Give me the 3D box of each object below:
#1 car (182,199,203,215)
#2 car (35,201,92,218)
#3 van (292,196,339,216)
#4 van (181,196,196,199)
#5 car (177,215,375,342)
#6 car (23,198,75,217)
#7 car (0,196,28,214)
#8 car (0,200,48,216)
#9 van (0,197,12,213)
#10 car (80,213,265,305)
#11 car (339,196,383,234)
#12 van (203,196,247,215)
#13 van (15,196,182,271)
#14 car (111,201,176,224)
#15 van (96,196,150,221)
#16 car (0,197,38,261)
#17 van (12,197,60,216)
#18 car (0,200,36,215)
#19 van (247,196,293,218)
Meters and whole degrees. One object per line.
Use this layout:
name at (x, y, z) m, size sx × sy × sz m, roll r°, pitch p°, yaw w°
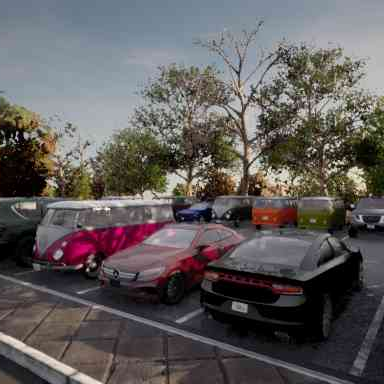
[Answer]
car at (0.851, 1.468, 23.720) m, size 2.097 × 1.535 × 5.008 m, roll -1°, pitch -1°, yaw 36°
car at (-12.768, 1.683, 33.462) m, size 2.097 × 1.535 × 5.008 m, roll -1°, pitch -1°, yaw 36°
van at (7.555, 1.242, 19.055) m, size 1.878 × 1.987 × 4.442 m, roll 0°, pitch 0°, yaw 36°
van at (-1.475, 1.278, 25.236) m, size 1.878 × 1.987 × 4.442 m, roll -1°, pitch -1°, yaw 36°
car at (2.113, 1.478, 6.714) m, size 2.097 × 1.535 × 5.008 m, roll 0°, pitch 0°, yaw 36°
car at (-14.935, 1.592, 34.982) m, size 2.185 × 1.767 × 4.553 m, roll -1°, pitch -1°, yaw 36°
car at (-23.907, 1.616, 41.481) m, size 2.435 × 2.045 × 5.566 m, roll -1°, pitch -1°, yaw 36°
car at (-19.423, 1.789, 38.228) m, size 2.231 × 1.521 × 4.892 m, roll -1°, pitch -1°, yaw 36°
van at (-26.205, 1.696, 43.237) m, size 1.878 × 1.987 × 4.442 m, roll -1°, pitch -1°, yaw 36°
car at (-0.140, 1.509, 8.337) m, size 2.002 × 1.452 × 4.674 m, roll 0°, pitch 0°, yaw 36°
car at (9.723, 1.225, 17.324) m, size 2.435 × 2.045 × 5.566 m, roll 0°, pitch 0°, yaw 36°
van at (2.908, 1.224, 22.096) m, size 1.878 × 1.987 × 4.442 m, roll 0°, pitch 0°, yaw 36°
van at (-2.465, 1.234, 9.856) m, size 1.878 × 1.987 × 4.442 m, roll 0°, pitch 0°, yaw 36°
car at (-3.762, 1.536, 26.791) m, size 1.946 × 1.575 × 5.366 m, roll -1°, pitch -1°, yaw 36°
van at (-5.842, 1.349, 28.651) m, size 1.878 × 1.987 × 4.442 m, roll -1°, pitch -1°, yaw 36°
car at (-4.638, 1.200, 11.591) m, size 2.435 × 2.045 × 5.566 m, roll 0°, pitch 0°, yaw 36°
van at (-17.102, 1.527, 36.716) m, size 1.878 × 1.987 × 4.442 m, roll -1°, pitch -1°, yaw 36°
car at (-21.777, 1.823, 39.694) m, size 1.946 × 1.575 × 5.366 m, roll -1°, pitch -1°, yaw 36°
van at (5.404, 1.233, 20.595) m, size 1.878 × 1.987 × 4.442 m, roll 0°, pitch 0°, yaw 36°
